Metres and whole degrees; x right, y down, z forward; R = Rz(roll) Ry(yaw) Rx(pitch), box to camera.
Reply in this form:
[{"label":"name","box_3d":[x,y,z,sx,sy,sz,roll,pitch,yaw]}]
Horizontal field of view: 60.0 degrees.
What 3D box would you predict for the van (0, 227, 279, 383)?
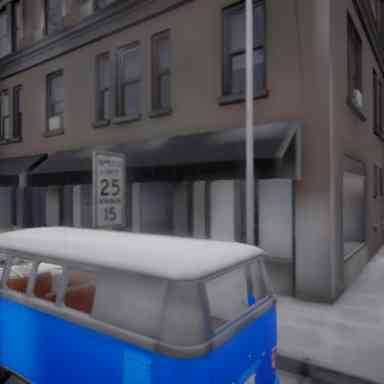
[{"label":"van","box_3d":[-1.047,1.368,3.821,3.998,1.788,1.690,-1,0,36]}]
